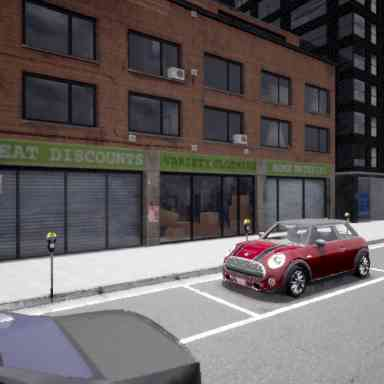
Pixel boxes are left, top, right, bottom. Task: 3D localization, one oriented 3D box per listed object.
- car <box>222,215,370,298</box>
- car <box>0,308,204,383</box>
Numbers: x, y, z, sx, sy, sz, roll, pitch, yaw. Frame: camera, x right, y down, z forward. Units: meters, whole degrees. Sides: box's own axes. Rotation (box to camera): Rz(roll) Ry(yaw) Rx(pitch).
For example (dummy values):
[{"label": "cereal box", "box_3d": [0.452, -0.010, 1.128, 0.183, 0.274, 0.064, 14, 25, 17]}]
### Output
[{"label": "car", "box_3d": [2.694, 1.440, 8.456, 4.097, 1.590, 1.967, 0, 0, -35]}, {"label": "car", "box_3d": [-2.354, 1.547, 1.697, 5.357, 1.411, 2.033, 0, 0, -35]}]
